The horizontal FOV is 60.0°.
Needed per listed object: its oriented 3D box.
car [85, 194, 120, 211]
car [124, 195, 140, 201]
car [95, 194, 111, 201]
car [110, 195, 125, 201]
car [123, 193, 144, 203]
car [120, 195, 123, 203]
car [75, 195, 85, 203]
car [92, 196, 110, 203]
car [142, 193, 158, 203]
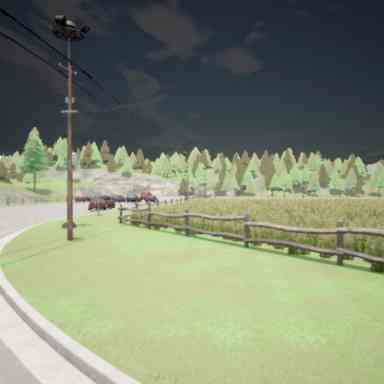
[{"bbox_3d":[-11.012,1.345,41.226,2.097,1.767,4.553,0,0,6],"label":"car"},{"bbox_3d":[-13.958,1.361,77.683,2.033,1.411,5.357,0,0,7],"label":"car"},{"bbox_3d":[-20.912,1.297,78.488,1.882,1.535,5.008,0,0,7],"label":"car"},{"bbox_3d":[-17.431,1.415,78.115,1.895,1.301,4.718,0,0,7],"label":"car"},{"bbox_3d":[-11.679,1.468,66.930,1.882,1.535,5.008,0,0,7],"label":"car"},{"bbox_3d":[-15.095,1.341,67.855,2.097,1.767,4.553,0,0,7],"label":"car"},{"bbox_3d":[-22.109,1.447,68.137,1.882,1.535,5.008,0,0,7],"label":"car"},{"bbox_3d":[-18.584,1.534,68.149,1.994,1.385,4.181,0,0,7],"label":"car"},{"bbox_3d":[-8.097,1.497,67.409,1.837,1.490,4.892,0,0,7],"label":"car"}]
